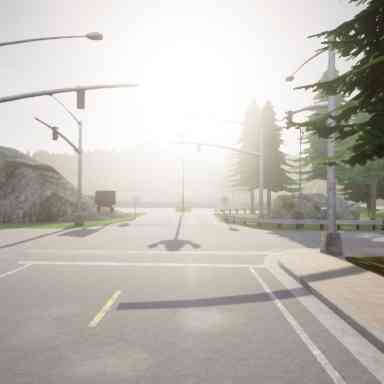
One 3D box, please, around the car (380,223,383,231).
[{"bbox_3d":[15.036,2.057,21.108,5.357,1.411,2.033,0,-1,-2],"label":"car"}]
